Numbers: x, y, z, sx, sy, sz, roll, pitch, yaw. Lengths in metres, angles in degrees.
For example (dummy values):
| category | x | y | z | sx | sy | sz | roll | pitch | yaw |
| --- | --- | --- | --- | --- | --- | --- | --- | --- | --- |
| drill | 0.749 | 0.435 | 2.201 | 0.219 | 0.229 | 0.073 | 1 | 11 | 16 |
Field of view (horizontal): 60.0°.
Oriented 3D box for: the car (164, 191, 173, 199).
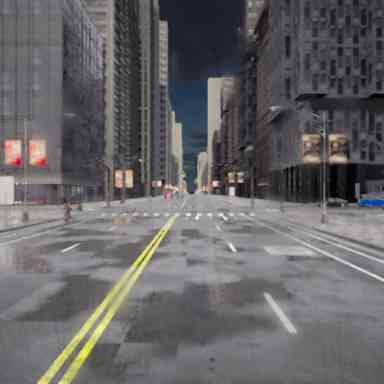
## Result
| category | x | y | z | sx | sy | sz | roll | pitch | yaw |
| --- | --- | --- | --- | --- | --- | --- | --- | --- | --- |
| car | -6.488 | 0.831 | 92.184 | 2.150 | 2.045 | 5.566 | 0 | 0 | 0 |

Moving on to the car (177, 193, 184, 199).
| category | x | y | z | sx | sy | sz | roll | pitch | yaw |
| --- | --- | --- | --- | --- | --- | --- | --- | --- | --- |
| car | -3.238 | 1.131 | 92.213 | 2.128 | 1.511 | 4.902 | 0 | 0 | 0 |

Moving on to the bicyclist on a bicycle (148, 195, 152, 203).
| category | x | y | z | sx | sy | sz | roll | pitch | yaw |
| --- | --- | --- | --- | --- | --- | --- | --- | --- | --- |
| bicyclist on a bicycle | -8.719 | 1.417 | 68.849 | 0.866 | 1.612 | 1.509 | 0 | 0 | 0 |

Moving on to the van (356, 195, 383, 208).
| category | x | y | z | sx | sy | sz | roll | pitch | yaw |
| --- | --- | --- | --- | --- | --- | --- | --- | --- | --- |
| van | 24.750 | 1.266 | 45.713 | 3.998 | 1.788 | 1.690 | 0 | 0 | 0 |

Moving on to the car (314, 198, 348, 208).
| category | x | y | z | sx | sy | sz | roll | pitch | yaw |
| --- | --- | --- | --- | --- | --- | --- | --- | --- | --- |
| car | 19.132 | 1.487 | 45.738 | 4.403 | 1.369 | 2.008 | 0 | 0 | 0 |

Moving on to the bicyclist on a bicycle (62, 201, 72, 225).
| category | x | y | z | sx | sy | sz | roll | pitch | yaw |
| --- | --- | --- | --- | --- | --- | --- | --- | --- | --- |
| bicyclist on a bicycle | -8.748 | 1.440 | 23.343 | 0.582 | 1.620 | 1.656 | 0 | 0 | 0 |
